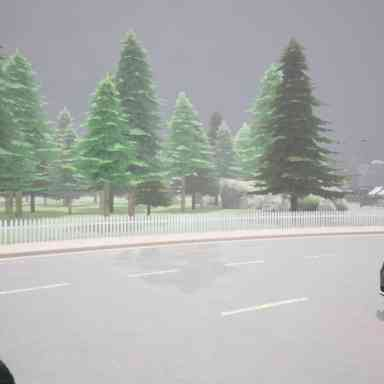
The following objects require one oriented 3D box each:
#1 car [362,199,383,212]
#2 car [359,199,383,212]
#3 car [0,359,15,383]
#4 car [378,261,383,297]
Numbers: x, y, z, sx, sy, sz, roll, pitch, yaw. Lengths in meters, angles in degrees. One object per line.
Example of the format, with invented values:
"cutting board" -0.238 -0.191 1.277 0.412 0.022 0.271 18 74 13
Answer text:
"car" 23.187 1.581 41.124 1.812 1.442 4.674 0 0 -3
"car" 19.972 1.619 36.226 1.994 1.385 4.181 0 0 -3
"car" -3.387 1.478 1.146 5.008 1.535 1.882 0 0 -37
"car" 5.722 1.492 6.151 4.902 1.511 2.128 0 0 -23
